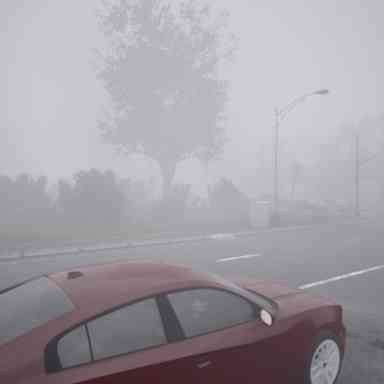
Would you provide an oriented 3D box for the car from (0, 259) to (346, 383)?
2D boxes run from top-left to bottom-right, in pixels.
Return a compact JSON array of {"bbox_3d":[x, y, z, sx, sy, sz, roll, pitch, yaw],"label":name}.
[{"bbox_3d":[-0.380,1.481,3.473,5.008,1.535,1.882,0,0,-35],"label":"car"}]

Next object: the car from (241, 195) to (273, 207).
[{"bbox_3d":[8.580,1.559,46.536,1.837,1.490,4.892,0,0,-32],"label":"car"}]

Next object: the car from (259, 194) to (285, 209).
[{"bbox_3d":[11.797,1.282,48.002,2.150,2.045,5.566,0,0,-32],"label":"car"}]

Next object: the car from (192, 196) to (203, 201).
[{"bbox_3d":[1.671,1.538,63.533,2.033,1.411,5.357,0,0,-34],"label":"car"}]

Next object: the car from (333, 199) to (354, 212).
[{"bbox_3d":[16.973,1.594,39.794,1.812,1.442,4.674,0,0,-32],"label":"car"}]

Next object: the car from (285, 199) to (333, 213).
[{"bbox_3d":[13.522,1.587,38.711,1.812,1.442,4.674,0,0,-31],"label":"car"}]
